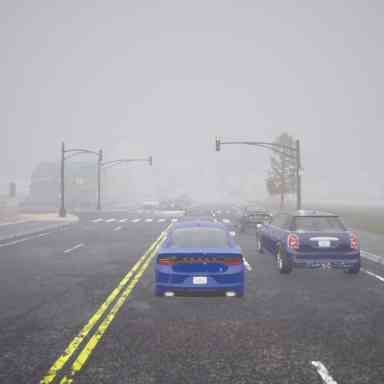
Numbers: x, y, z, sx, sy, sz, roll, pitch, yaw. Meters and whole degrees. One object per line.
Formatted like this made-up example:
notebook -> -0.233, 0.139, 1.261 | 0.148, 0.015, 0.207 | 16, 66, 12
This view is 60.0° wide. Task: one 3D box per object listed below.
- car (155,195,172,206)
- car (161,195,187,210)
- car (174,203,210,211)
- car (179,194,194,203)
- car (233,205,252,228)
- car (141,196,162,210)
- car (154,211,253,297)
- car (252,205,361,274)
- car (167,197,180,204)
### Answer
car -> -4.760, 1.448, 56.404 | 2.097, 1.767, 4.553 | 0, 0, 4
car -> -2.252, 1.554, 43.149 | 2.128, 1.511, 4.902 | 0, 0, 3
car -> 0.322, 1.563, 18.441 | 2.033, 1.411, 5.357 | 0, 0, 1
car -> -1.440, 1.309, 57.164 | 2.150, 2.045, 5.566 | 0, 1, 6
car -> 3.613, 1.520, 19.873 | 1.837, 1.490, 4.892 | 0, 0, 1
car -> -5.443, 1.594, 44.686 | 1.812, 1.442, 4.674 | 0, 0, 3
car -> 0.167, 1.483, 8.628 | 1.882, 1.535, 5.008 | 0, 0, 0
car -> 3.448, 1.358, 10.721 | 2.097, 1.767, 4.553 | 0, 0, 1
car -> -3.802, 1.684, 69.177 | 2.033, 1.411, 5.357 | 0, 0, 4
